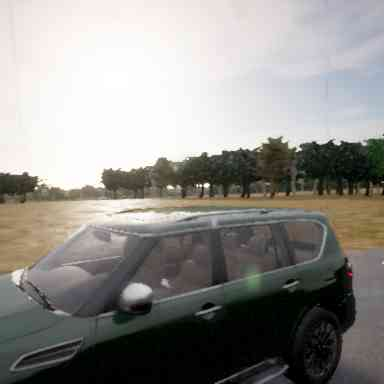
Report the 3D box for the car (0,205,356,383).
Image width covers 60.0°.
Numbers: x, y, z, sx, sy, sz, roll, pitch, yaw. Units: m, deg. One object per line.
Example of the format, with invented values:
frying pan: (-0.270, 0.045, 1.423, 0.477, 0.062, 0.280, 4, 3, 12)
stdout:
car: (-0.376, 1.221, 3.758, 5.566, 2.045, 2.150, 0, 0, -36)
